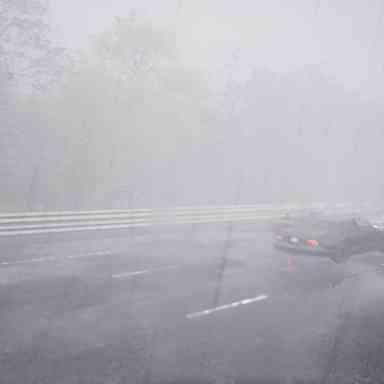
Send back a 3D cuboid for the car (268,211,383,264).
[{"bbox_3d":[5.249,1.538,11.810,5.357,1.411,2.033,0,0,-35],"label":"car"}]
